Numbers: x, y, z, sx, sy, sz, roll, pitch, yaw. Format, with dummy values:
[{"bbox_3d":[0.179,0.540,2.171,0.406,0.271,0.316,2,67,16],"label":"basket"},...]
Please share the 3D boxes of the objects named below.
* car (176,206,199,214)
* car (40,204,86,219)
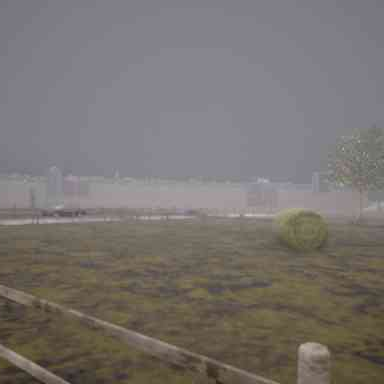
[{"bbox_3d":[-0.777,3.138,55.540,2.128,1.511,4.902,1,-2,35],"label":"car"},{"bbox_3d":[-14.028,2.117,36.487,1.882,1.535,5.008,1,-2,35],"label":"car"}]
